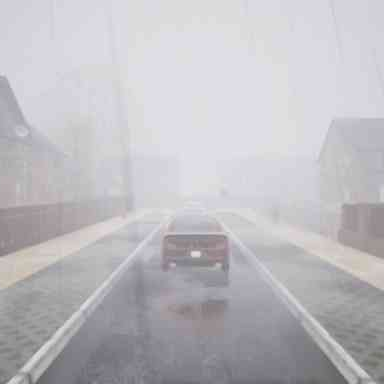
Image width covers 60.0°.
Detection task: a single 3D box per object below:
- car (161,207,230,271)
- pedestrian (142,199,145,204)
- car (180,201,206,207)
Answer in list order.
[{"bbox_3d":[0.094,1.434,10.788,1.882,1.535,5.008,0,-1,0],"label":"car"},{"bbox_3d":[-6.729,1.163,45.990,0.375,1.860,0.375,0,-1,1],"label":"pedestrian"},{"bbox_3d":[0.092,1.422,24.818,1.812,1.442,4.674,0,0,0],"label":"car"}]
